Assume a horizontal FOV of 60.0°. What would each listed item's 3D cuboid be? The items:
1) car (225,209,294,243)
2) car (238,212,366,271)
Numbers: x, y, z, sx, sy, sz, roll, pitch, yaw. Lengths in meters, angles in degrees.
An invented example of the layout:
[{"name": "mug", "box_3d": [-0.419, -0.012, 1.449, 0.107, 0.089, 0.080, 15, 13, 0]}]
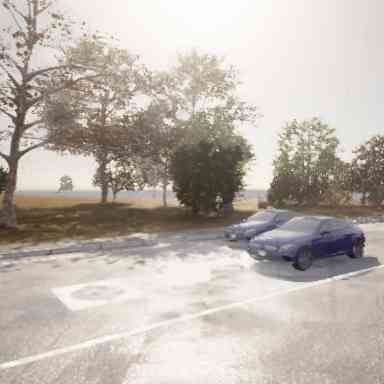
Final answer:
[{"name": "car", "box_3d": [3.622, 1.532, 15.101, 4.674, 1.442, 1.812, -1, 1, -35]}, {"name": "car", "box_3d": [3.952, 1.529, 11.059, 4.674, 1.442, 1.812, 0, 0, -35]}]
